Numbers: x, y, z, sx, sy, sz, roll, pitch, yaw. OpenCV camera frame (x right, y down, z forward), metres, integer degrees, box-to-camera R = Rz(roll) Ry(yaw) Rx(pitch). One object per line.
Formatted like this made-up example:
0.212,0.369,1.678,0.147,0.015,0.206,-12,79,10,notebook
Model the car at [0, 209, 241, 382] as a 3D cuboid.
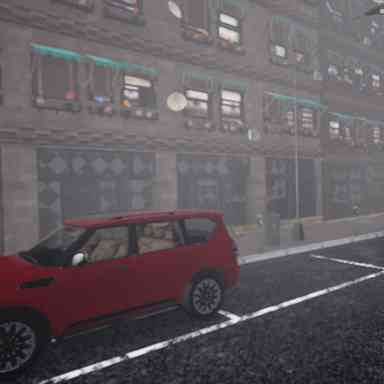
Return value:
-1.400,1.277,5.587,5.009,1.841,2.192,-1,0,-35,car
